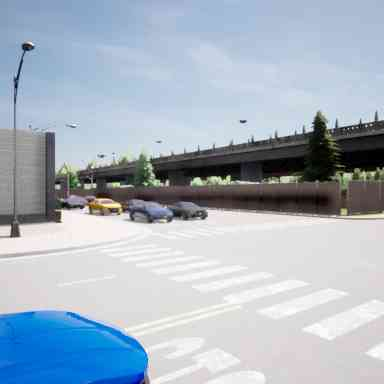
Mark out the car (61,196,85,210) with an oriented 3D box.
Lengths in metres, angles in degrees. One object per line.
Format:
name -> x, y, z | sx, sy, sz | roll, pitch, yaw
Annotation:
car -> -15.048, 1.492, 41.614 | 2.033, 1.411, 5.357 | 0, 0, -35

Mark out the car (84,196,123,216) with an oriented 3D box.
car -> -8.561, 1.422, 32.529 | 1.882, 1.535, 5.008 | 0, 0, -36

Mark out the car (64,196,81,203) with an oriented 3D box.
car -> -23.742, 1.469, 65.957 | 1.812, 1.442, 4.674 | 0, 0, -36

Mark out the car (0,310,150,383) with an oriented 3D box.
car -> -2.609, 1.478, 1.913 | 5.008, 1.535, 1.882 | 0, 0, -36

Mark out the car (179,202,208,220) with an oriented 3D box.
car -> -0.531, 1.508, 27.316 | 1.994, 1.385, 4.181 | 0, 0, -36

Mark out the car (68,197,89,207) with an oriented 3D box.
car -> -17.429, 1.470, 51.082 | 1.812, 1.442, 4.674 | 0, 0, -35

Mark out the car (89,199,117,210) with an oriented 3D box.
car -> -11.468, 1.545, 42.640 | 1.895, 1.301, 4.718 | 0, 0, -35

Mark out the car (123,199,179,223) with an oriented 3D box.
car -> -3.193, 1.470, 25.025 | 1.812, 1.442, 4.674 | 0, 0, -36

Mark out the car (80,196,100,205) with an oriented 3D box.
car -> -17.814, 1.422, 57.839 | 1.882, 1.535, 5.008 | 0, 0, -36

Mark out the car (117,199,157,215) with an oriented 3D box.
car -> -5.897, 1.492, 34.832 | 2.033, 1.411, 5.357 | 0, 0, -35
